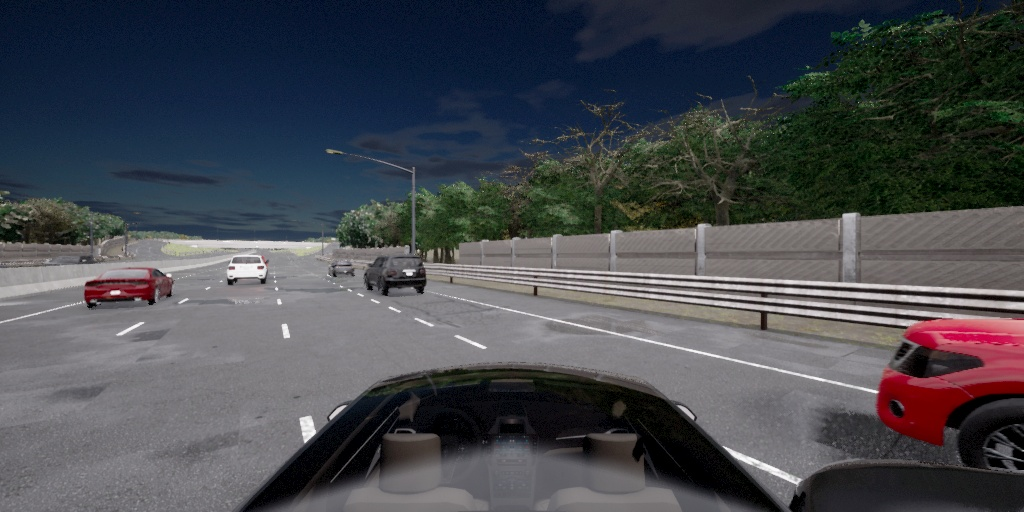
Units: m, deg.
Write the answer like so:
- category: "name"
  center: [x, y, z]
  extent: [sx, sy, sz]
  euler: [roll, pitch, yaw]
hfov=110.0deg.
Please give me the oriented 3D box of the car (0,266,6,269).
- category: "car"
  center: [-41.682, 1.262, 27.861]
  extent: [2.033, 1.411, 5.357]
  euler: [0, 0, -34]

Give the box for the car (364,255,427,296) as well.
- category: "car"
  center: [-6.546, 0.967, 19.857]
  extent: [2.150, 2.045, 5.566]
  euler: [0, 0, -34]

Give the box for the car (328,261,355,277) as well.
- category: "car"
  center: [-16.603, 1.219, 34.801]
  extent: [2.128, 1.511, 4.902]
  euler: [0, 0, -34]

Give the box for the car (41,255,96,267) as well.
- category: "car"
  center: [-41.242, 0.935, 33.512]
  extent: [2.150, 2.045, 5.566]
  euler: [0, 0, -34]

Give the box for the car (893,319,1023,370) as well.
- category: "car"
  center: [5.762, 0.972, 1.727]
  extent: [2.150, 2.045, 5.566]
  euler: [0, 0, -34]

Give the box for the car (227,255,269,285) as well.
- category: "car"
  center: [-19.288, 0.954, 26.244]
  extent: [2.150, 2.045, 5.566]
  euler: [0, 0, -34]

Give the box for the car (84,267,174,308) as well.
- category: "car"
  center: [-16.275, 1.219, 15.503]
  extent: [1.882, 1.535, 5.008]
  euler: [0, 0, -34]

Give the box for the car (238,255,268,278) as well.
- category: "car"
  center: [-25.291, 0.943, 35.199]
  extent: [2.150, 2.045, 5.566]
  euler: [0, 0, -34]

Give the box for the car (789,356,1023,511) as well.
- category: "car"
  center: [2.984, 1.315, 0.521]
  extent: [4.181, 1.385, 1.994]
  euler: [0, 0, 34]
